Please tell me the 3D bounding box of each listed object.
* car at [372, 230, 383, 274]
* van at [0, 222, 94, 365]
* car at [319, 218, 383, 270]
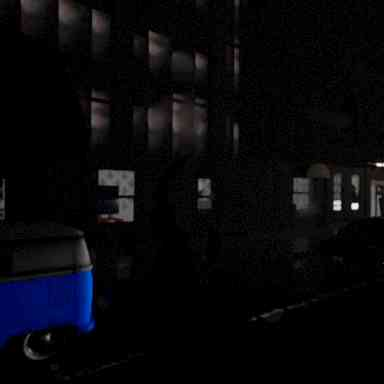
[{"bbox_3d":[6.572,1.595,8.058,4.718,1.301,1.895,0,0,-35],"label":"car"},{"bbox_3d":[-3.296,1.341,4.198,3.998,1.788,1.690,0,1,-35],"label":"van"},{"bbox_3d":[5.971,1.560,10.801,4.313,1.339,1.947,0,1,-35],"label":"car"}]
